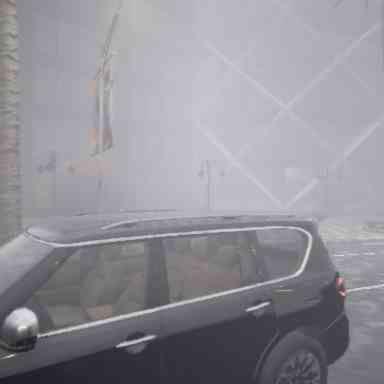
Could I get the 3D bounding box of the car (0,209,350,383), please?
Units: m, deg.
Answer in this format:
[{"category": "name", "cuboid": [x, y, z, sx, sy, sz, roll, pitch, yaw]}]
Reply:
[{"category": "car", "cuboid": [-0.843, 1.227, 3.203, 5.566, 2.045, 2.150, 1, -1, -32]}]
